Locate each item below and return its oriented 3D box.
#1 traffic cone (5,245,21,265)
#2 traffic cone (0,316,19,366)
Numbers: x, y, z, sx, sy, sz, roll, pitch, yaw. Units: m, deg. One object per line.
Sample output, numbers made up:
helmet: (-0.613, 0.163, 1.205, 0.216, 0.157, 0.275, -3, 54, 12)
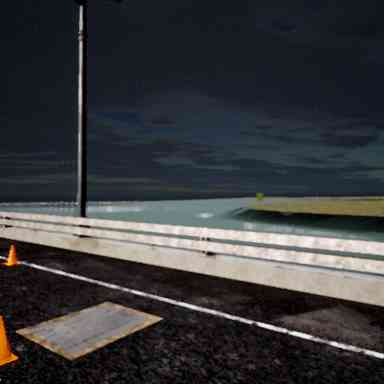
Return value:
traffic cone: (-5.598, 1.960, 10.424, 0.340, 0.580, 0.340, 0, 0, 37)
traffic cone: (-2.561, 1.958, 4.443, 0.340, 0.580, 0.340, 0, 0, 37)
